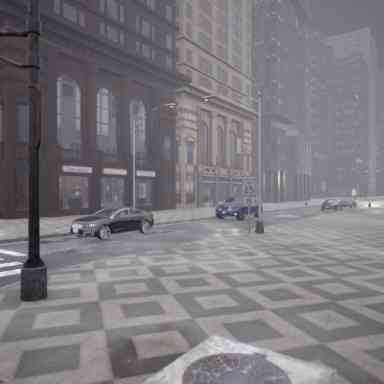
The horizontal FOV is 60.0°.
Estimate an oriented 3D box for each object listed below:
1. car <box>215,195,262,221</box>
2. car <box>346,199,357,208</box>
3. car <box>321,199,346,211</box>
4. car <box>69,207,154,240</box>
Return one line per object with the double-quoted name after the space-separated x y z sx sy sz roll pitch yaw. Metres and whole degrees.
4.164 1.305 28.860 2.150 2.045 5.566 0 0 36 "car"
23.760 1.702 50.747 2.033 1.411 5.357 0 0 36 "car"
17.858 1.655 42.502 1.812 1.442 4.674 0 0 36 "car"
-4.024 1.532 17.434 2.128 1.511 4.902 0 0 34 "car"
